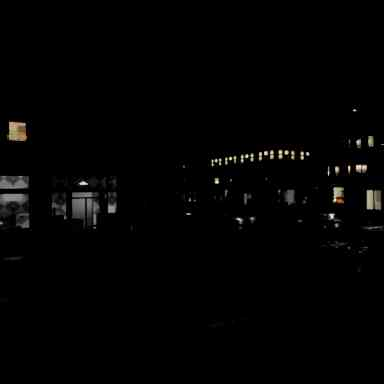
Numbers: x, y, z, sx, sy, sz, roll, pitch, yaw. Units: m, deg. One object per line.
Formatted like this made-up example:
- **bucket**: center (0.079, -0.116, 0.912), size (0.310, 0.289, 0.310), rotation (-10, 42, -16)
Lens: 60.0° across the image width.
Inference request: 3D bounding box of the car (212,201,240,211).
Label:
- **car**: center (4.839, 1.967, 47.709), size (1.802, 1.307, 4.206), rotation (-1, 0, -29)

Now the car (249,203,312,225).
- **car**: center (6.955, 1.814, 26.621), size (1.947, 1.339, 4.313), rotation (-1, 0, -29)

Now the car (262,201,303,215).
- **car**: center (10.269, 1.810, 38.063), size (2.008, 1.369, 4.403), rotation (-1, 0, -29)

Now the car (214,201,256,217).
- **car**: center (4.429, 1.814, 36.652), size (1.882, 1.535, 5.008), rotation (-1, 0, -29)

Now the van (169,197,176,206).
- **van**: center (-3.313, 1.909, 62.179), size (1.690, 1.788, 3.998), rotation (-1, 0, -29)

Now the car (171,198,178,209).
- **car**: center (-0.729, 1.981, 45.837), size (1.812, 1.442, 4.674), rotation (-1, 0, -29)

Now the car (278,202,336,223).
- **car**: center (9.520, 1.708, 27.606), size (2.128, 1.511, 4.902), rotation (-1, 0, -29)

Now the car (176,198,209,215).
- **car**: center (0.249, 1.847, 38.773), size (1.967, 1.590, 4.097), rotation (-1, 0, -29)
